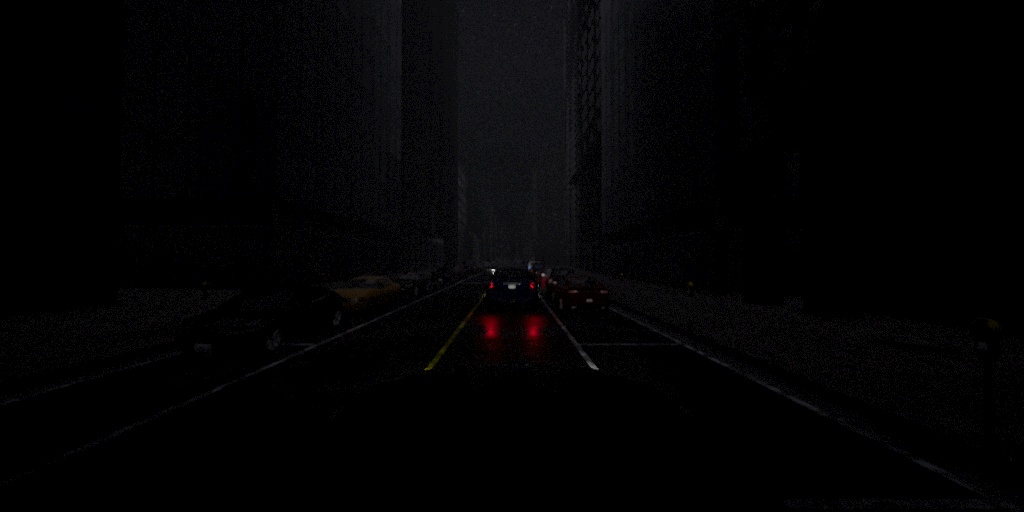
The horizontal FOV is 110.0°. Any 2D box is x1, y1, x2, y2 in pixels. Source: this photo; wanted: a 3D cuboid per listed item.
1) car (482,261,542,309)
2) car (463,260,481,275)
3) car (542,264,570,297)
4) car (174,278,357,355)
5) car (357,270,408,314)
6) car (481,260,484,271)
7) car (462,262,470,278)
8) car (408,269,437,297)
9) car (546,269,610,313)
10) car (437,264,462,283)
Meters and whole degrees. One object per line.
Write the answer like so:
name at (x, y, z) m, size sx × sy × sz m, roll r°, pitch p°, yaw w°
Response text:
car at (-0.002, 1.236, 15.945) m, size 2.097 × 1.767 × 4.553 m, roll 0°, pitch -1°, yaw 0°
car at (-5.878, 1.515, 48.338) m, size 2.192 × 1.841 × 5.009 m, roll 0°, pitch 0°, yaw 0°
car at (2.661, 1.366, 20.214) m, size 1.967 × 1.591 × 4.097 m, roll 0°, pitch 0°, yaw 0°
car at (-5.860, 1.385, 8.968) m, size 1.948 × 1.339 × 4.313 m, roll 0°, pitch 0°, yaw 0°
car at (-5.863, 1.398, 14.423) m, size 1.751 × 1.417 × 4.829 m, roll 0°, pitch 0°, yaw 0°
car at (-5.883, 1.858, 59.586) m, size 1.888 × 1.381 × 4.507 m, roll 0°, pitch 0°, yaw 0°
car at (-5.873, 1.635, 37.090) m, size 1.888 × 1.381 × 4.507 m, roll 0°, pitch 0°, yaw 0°
car at (-5.866, 1.477, 20.217) m, size 2.007 × 1.370 × 4.403 m, roll 0°, pitch 0°, yaw 0°
car at (2.663, 1.418, 14.590) m, size 1.888 × 1.381 × 4.507 m, roll 0°, pitch 0°, yaw 0°
car at (-5.870, 1.601, 31.466) m, size 1.948 × 1.339 × 4.313 m, roll 0°, pitch 0°, yaw 0°
